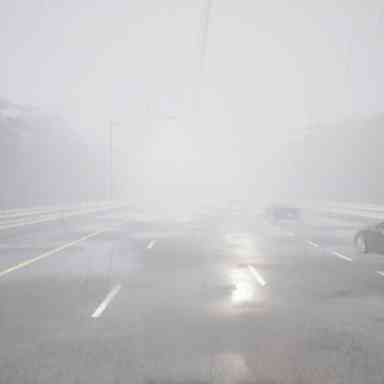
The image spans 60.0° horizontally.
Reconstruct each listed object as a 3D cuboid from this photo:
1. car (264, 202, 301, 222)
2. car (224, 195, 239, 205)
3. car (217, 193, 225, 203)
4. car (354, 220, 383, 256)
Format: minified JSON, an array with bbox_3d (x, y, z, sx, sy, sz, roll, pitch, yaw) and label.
[{"bbox_3d":[7.022,1.517,26.326,1.882,1.535,5.008,0,0,0],"label":"car"},{"bbox_3d":[7.139,1.601,58.627,1.812,1.442,4.674,0,0,0],"label":"car"},{"bbox_3d":[7.214,1.608,73.924,1.812,1.442,4.674,0,0,0],"label":"car"},{"bbox_3d":[7.003,1.510,10.537,1.837,1.490,4.892,0,0,0],"label":"car"}]
